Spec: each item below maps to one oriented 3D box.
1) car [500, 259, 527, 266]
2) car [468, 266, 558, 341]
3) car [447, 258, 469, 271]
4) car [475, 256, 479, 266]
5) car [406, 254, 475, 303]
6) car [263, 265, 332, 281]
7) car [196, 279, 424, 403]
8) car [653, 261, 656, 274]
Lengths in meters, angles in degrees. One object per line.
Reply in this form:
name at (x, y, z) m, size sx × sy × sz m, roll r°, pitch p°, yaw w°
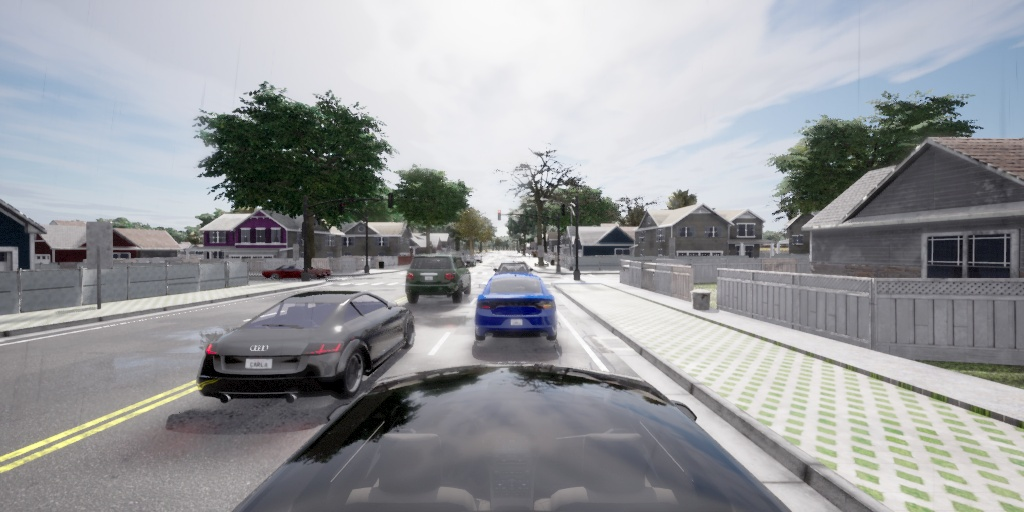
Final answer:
car at (0.071, 1.039, 18.852) m, size 2.097 × 1.767 × 4.553 m, roll 0°, pitch 0°, yaw 0°
car at (0.087, 1.212, 9.897) m, size 1.882 × 1.535 × 5.008 m, roll 0°, pitch 0°, yaw 0°
car at (-6.673, 1.007, 44.809) m, size 2.033 × 1.411 × 5.357 m, roll 0°, pitch 1°, yaw 0°
car at (-6.672, 0.710, 54.247) m, size 2.097 × 1.767 × 4.553 m, roll 0°, pitch 1°, yaw 0°
car at (-3.176, 0.925, 16.360) m, size 2.150 × 2.045 × 5.566 m, roll 0°, pitch 0°, yaw 0°
car at (-17.377, 1.351, 29.205) m, size 4.718 × 1.301 × 1.895 m, roll 0°, pitch 1°, yaw 0°
car at (-3.158, 1.308, 6.479) m, size 1.994 × 1.385 × 4.181 m, roll 0°, pitch 0°, yaw 0°
car at (12.668, 1.091, 32.544) m, size 4.718 × 1.301 × 1.895 m, roll 0°, pitch 1°, yaw 1°
